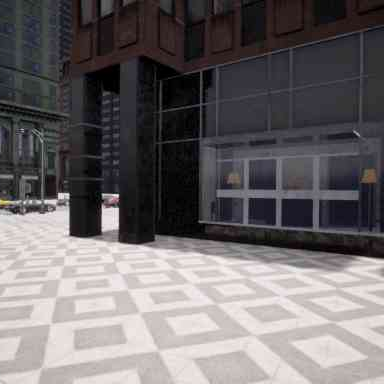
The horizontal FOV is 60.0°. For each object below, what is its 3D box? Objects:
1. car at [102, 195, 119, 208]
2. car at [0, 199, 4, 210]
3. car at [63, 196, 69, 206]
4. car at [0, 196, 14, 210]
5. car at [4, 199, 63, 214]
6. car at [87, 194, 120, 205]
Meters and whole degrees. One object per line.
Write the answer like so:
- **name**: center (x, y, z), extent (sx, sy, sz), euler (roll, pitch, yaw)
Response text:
- **car**: center (-8.698, 1.244, 39.942), extent (1.802, 1.307, 4.206), euler (2, 2, 36)
- **car**: center (-18.093, 1.419, 26.825), extent (1.947, 1.339, 4.313), euler (2, 2, 36)
- **car**: center (-15.935, 1.132, 44.478), extent (2.008, 1.369, 4.403), euler (2, 2, 36)
- **car**: center (-22.092, 1.233, 35.880), extent (1.752, 1.417, 4.829), euler (2, 2, 36)
- **car**: center (-14.961, 1.342, 31.198), extent (2.008, 1.369, 4.403), euler (2, 2, 36)
- **car**: center (-12.906, 1.082, 48.707), extent (1.947, 1.339, 4.313), euler (2, 2, 36)
